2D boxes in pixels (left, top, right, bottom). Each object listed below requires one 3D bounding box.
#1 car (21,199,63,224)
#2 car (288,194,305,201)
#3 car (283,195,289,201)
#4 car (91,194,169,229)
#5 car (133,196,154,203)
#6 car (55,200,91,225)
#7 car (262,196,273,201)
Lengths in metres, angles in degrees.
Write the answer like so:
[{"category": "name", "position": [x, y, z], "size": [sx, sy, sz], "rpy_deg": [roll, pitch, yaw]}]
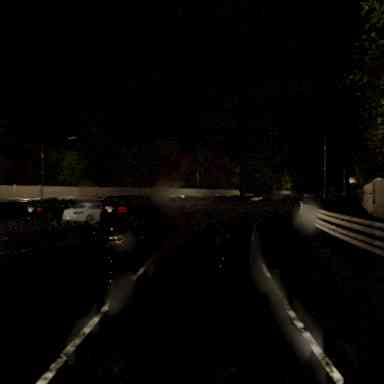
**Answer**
[{"category": "car", "position": [-10.087, 1.284, 24.616], "size": [2.097, 1.767, 4.553], "rpy_deg": [0, 0, 26]}, {"category": "car", "position": [25.387, 1.547, 80.423], "size": [2.033, 1.411, 5.357], "rpy_deg": [0, 0, 26]}, {"category": "car", "position": [25.637, 1.563, 88.791], "size": [2.033, 1.411, 5.357], "rpy_deg": [0, 0, 26]}, {"category": "car", "position": [-3.638, 1.175, 21.828], "size": [2.150, 2.045, 5.566], "rpy_deg": [1, 0, 26]}, {"category": "car", "position": [-10.390, 1.546, 71.339], "size": [2.128, 1.511, 4.902], "rpy_deg": [0, 0, 26]}, {"category": "car", "position": [-6.872, 1.453, 23.217], "size": [1.812, 1.442, 4.674], "rpy_deg": [0, 0, 26]}, {"category": "car", "position": [18.917, 1.571, 83.131], "size": [1.994, 1.385, 4.181], "rpy_deg": [0, 0, 26]}]
